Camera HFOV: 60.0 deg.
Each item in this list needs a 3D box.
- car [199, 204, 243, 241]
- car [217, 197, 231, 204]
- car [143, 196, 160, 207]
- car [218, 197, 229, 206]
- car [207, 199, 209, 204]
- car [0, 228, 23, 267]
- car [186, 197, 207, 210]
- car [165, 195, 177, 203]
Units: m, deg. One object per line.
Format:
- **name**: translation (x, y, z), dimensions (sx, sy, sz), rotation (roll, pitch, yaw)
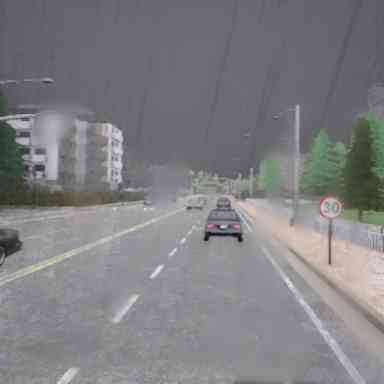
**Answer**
- **car**: translation (1.610, 1.580, 17.086), dimensions (2.033, 1.411, 5.357), rotation (1, 0, 5)
- **car**: translation (4.311, 1.577, 45.499), dimensions (2.128, 1.511, 4.902), rotation (1, 0, 6)
- **car**: translation (-6.000, 1.380, 49.728), dimensions (2.128, 1.511, 4.902), rotation (1, 0, 6)
- **car**: translation (5.646, 1.621, 59.583), dimensions (1.837, 1.490, 4.892), rotation (1, 0, 6)
- **car**: translation (1.797, 1.589, 56.161), dimensions (2.033, 1.411, 5.357), rotation (1, 0, 6)
- **car**: translation (-6.429, 1.424, 8.100), dimensions (2.033, 1.411, 5.357), rotation (1, 0, 6)
- **car**: translation (0.434, 1.614, 41.813), dimensions (1.895, 1.301, 4.718), rotation (1, 0, 6)
- **car**: translation (-4.275, 1.403, 67.089), dimensions (1.882, 1.535, 5.008), rotation (1, 0, 5)
